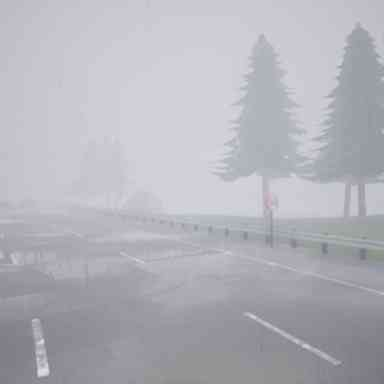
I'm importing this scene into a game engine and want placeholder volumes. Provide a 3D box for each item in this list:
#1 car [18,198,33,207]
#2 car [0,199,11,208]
[{"bbox_3d":[-28.259,1.751,56.624,1.837,1.490,4.892,0,0,-32],"label":"car"},{"bbox_3d":[-29.809,1.828,52.500,1.895,1.301,4.718,0,0,-32],"label":"car"}]
